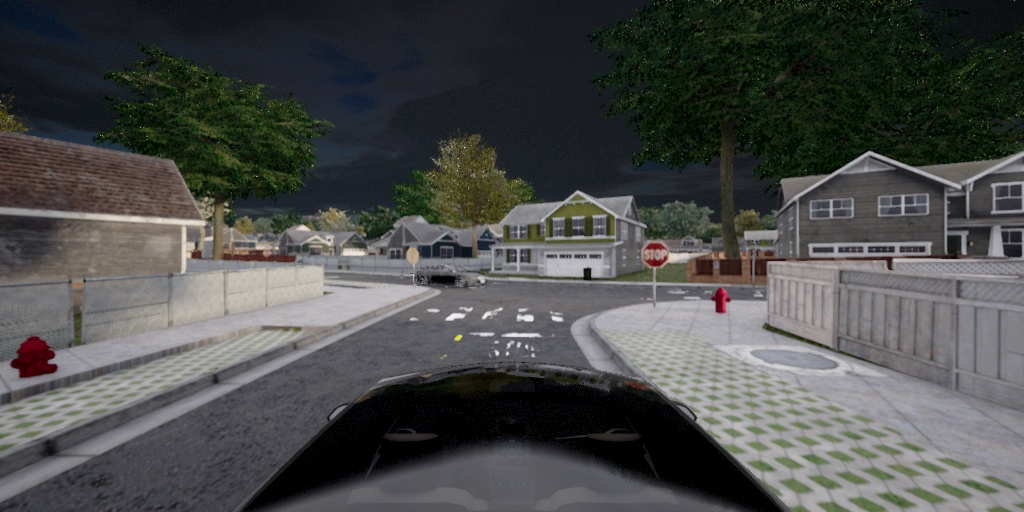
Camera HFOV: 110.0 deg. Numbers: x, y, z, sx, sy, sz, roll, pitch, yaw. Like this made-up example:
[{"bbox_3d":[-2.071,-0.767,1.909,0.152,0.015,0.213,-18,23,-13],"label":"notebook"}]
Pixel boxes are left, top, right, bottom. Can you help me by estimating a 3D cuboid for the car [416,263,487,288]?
[{"bbox_3d":[-3.807,1.204,22.389,4.902,1.511,2.128,1,0,31],"label":"car"}]
